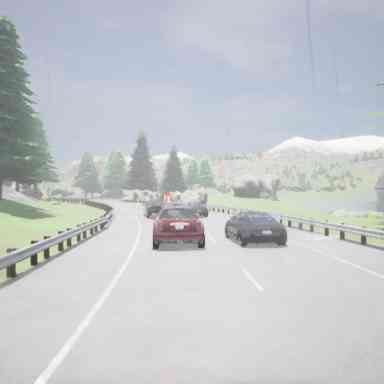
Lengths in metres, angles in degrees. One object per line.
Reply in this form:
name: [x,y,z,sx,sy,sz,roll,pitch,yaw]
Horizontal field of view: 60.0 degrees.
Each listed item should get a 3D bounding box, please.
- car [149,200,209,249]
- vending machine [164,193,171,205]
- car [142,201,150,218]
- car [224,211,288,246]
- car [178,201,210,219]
car: [-0.703,1.366,14.825,2.097,1.767,4.553,0,0,-6]
vending machine: [-4.217,1.194,57.360,1.100,2.100,0.880,0,0,-26]
car: [-3.285,1.516,29.846,1.837,1.490,4.892,0,0,-13]
car: [2.773,1.572,15.228,1.994,1.385,4.181,0,0,-6]
car: [0.120,1.572,30.657,1.994,1.385,4.181,0,0,-13]
